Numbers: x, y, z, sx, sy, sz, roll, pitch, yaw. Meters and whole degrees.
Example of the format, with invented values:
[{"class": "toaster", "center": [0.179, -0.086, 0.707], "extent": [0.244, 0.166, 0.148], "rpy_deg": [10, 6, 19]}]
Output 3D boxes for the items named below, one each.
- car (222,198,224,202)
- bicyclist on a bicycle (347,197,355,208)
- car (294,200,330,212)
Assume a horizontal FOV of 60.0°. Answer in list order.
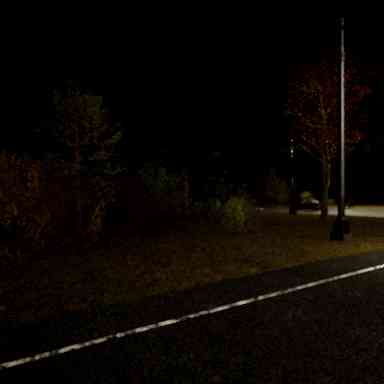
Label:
[{"class": "car", "center": [6.454, 1.943, 66.098], "extent": [1.837, 1.490, 4.892], "rpy_deg": [-2, 0, -31]}, {"class": "bicyclist on a bicycle", "center": [22.461, 1.502, 46.976], "extent": [1.656, 1.620, 0.582], "rpy_deg": [0, 0, -31]}, {"class": "car", "center": [15.653, 1.741, 43.560], "extent": [2.128, 1.511, 4.902], "rpy_deg": [-2, 0, -31]}]
